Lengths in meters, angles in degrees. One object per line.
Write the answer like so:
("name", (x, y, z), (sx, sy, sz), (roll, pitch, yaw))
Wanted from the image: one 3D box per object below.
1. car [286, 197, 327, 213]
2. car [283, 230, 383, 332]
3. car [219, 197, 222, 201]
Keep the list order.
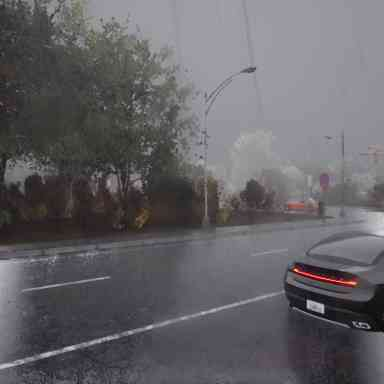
("car", (12.533, 1.352, 36.838), (2.097, 1.767, 4.553), (0, 0, -32))
("car", (3.858, 1.505, 6.489), (4.892, 1.490, 1.837), (0, 0, -35))
("car", (4.527, 1.354, 69.521), (1.994, 1.385, 4.181), (0, 1, -33))
